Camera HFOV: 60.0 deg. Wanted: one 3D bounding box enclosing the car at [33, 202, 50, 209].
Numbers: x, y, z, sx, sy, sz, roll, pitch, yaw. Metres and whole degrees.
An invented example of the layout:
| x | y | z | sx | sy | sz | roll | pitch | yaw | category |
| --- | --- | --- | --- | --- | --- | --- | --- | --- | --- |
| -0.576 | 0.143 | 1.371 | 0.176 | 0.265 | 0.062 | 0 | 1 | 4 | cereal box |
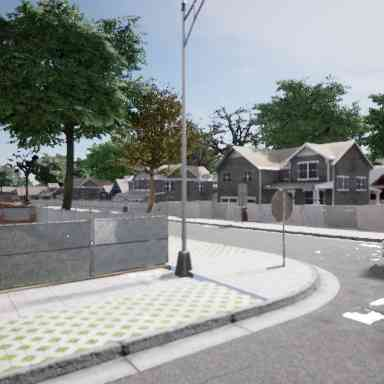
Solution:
| x | y | z | sx | sy | sz | roll | pitch | yaw | category |
| --- | --- | --- | --- | --- | --- | --- | --- | --- | --- |
| -23.744 | 2.401 | 52.232 | 2.128 | 1.511 | 4.902 | 0 | -1 | -36 | car |

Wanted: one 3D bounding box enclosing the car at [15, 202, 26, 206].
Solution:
| x | y | z | sx | sy | sz | roll | pitch | yaw | category |
| --- | --- | --- | --- | --- | --- | --- | --- | --- | --- |
| -35.446 | 2.708 | 68.355 | 1.812 | 1.442 | 4.674 | 0 | -1 | -36 | car |

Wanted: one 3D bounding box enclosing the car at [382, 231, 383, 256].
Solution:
| x | y | z | sx | sy | sz | roll | pitch | yaw | category |
| --- | --- | --- | --- | --- | --- | --- | --- | --- | --- |
| 8.000 | 1.280 | 8.509 | 2.150 | 2.045 | 5.566 | 0 | -1 | -36 | car |
